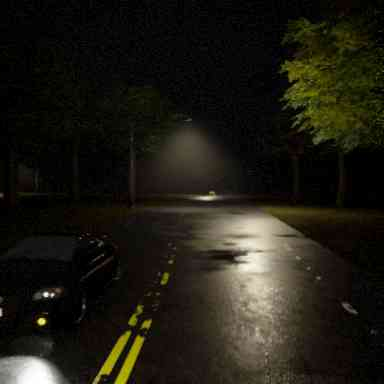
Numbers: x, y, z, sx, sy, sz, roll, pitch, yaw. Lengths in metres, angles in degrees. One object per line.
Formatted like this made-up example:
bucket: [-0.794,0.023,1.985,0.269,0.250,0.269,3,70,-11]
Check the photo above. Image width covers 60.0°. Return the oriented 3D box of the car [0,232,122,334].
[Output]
car: [-2.795,1.538,6.772,1.994,1.385,4.181,0,0,2]
